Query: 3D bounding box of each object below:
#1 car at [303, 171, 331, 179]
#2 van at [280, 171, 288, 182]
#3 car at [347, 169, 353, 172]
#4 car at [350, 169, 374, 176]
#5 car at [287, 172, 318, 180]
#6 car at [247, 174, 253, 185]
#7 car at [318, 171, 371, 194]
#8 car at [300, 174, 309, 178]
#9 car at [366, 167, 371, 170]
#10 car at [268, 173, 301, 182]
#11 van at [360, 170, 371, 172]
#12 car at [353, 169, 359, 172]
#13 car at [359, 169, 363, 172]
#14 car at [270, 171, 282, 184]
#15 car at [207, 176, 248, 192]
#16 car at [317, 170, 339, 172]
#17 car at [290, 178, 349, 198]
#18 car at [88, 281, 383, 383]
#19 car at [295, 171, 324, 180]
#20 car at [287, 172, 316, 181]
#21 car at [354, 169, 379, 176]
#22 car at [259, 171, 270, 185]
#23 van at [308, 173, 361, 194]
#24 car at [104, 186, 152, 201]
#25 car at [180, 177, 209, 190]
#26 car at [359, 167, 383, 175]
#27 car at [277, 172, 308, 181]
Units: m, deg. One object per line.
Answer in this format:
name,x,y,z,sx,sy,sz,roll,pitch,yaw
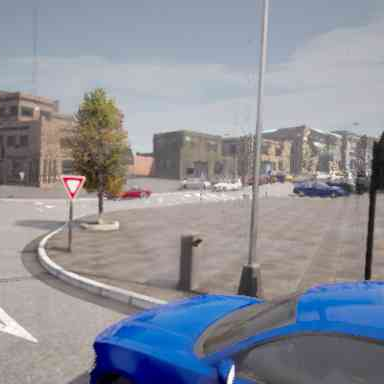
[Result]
car,25.070,-3.367,66.626,4.892,1.521,2.231,1,5,30
van,13.814,-2.602,57.164,4.442,1.987,1.878,1,5,29
car,31.791,-4.084,72.280,4.553,1.767,2.185,1,5,30
car,40.721,-4.690,79.861,5.008,1.535,2.097,1,5,30
car,17.539,-1.930,52.073,4.674,1.442,1.812,-4,6,-37
car,7.201,-1.745,51.392,4.792,1.488,2.163,1,5,29
car,17.473,-0.933,37.573,5.566,2.045,2.435,3,7,31
car,16.851,-1.151,43.000,1.837,1.490,4.892,-4,5,-29
car,38.489,-4.517,77.967,5.008,1.535,2.097,1,5,30
car,16.311,-2.573,58.938,5.366,1.575,1.946,1,5,29
van,24.606,-1.500,43.139,4.442,1.987,1.878,3,6,31
car,34.008,-4.112,74.208,4.674,1.452,2.002,1,5,30
car,36.265,-4.461,76.056,4.553,1.767,2.185,1,5,30
car,11.688,-2.176,55.219,5.008,1.535,2.097,1,5,29
car,4.561,-0.883,42.290,4.674,1.442,1.812,-5,7,-40
car,22.627,-2.443,56.138,4.674,1.442,1.812,-5,7,-40
car,12.833,-0.285,33.844,5.008,1.535,2.097,3,6,31
car,1.304,1.474,2.474,5.008,1.535,1.882,0,0,35
car,22.830,-3.170,64.739,5.008,1.535,2.097,1,5,30
car,20.630,-2.941,62.820,4.792,1.488,2.163,1,5,30
car,42.809,-4.866,81.834,5.366,1.575,1.946,1,5,30
car,9.482,-2.099,53.268,4.553,1.767,2.185,1,5,29
van,15.269,-0.703,35.634,4.442,1.987,1.878,3,6,31
car,-6.430,0.084,32.912,4.718,1.301,1.895,-3,5,-40
car,0.537,-1.133,45.619,4.674,1.452,2.002,1,5,29
car,45.181,-5.269,83.617,5.566,2.045,2.435,1,5,30
car,18.370,-2.773,60.939,5.008,1.535,2.097,1,5,29
